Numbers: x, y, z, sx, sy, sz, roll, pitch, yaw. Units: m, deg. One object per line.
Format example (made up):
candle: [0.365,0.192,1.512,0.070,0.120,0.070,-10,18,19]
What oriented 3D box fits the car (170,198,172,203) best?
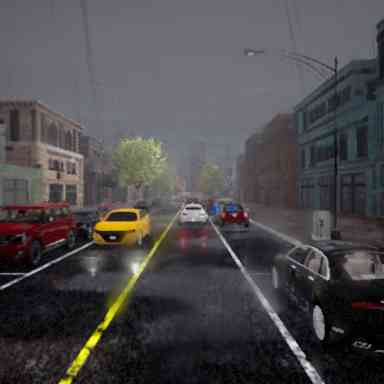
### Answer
car: [-5.713,1.800,78.264,1.802,1.307,4.206,0,0,0]

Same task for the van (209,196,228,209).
van: [2.679,1.421,28.371,1.690,1.788,3.998,-1,0,0]

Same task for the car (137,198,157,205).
car: [-5.703,1.677,39.456,1.947,1.339,4.313,-1,0,0]

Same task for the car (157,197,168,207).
car: [-5.707,1.723,56.087,1.947,1.339,4.313,-1,0,0]

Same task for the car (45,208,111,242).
car: [-5.697,1.615,17.280,1.947,1.339,4.313,-1,0,0]

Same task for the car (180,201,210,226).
car: [0.091,1.593,23.939,1.812,1.442,4.674,0,0,0]

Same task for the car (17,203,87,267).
car: [-5.698,1.349,11.737,2.192,1.841,5.009,-1,0,0]

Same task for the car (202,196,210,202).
car: [2.676,1.426,39.459,2.192,1.841,5.009,-1,0,0]

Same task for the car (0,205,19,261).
car: [-5.697,1.333,6.193,2.192,1.841,5.009,-1,0,0]

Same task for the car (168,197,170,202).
car: [-5.709,1.723,61.632,2.008,1.369,4.403,-1,0,0]

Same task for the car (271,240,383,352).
car: [2.686,1.569,6.194,2.008,1.369,4.403,-1,0,0]

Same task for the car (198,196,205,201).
car: [2.663,1.789,95.069,1.752,1.417,4.829,-1,0,0]

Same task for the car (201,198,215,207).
car: [2.673,1.708,56.090,2.008,1.369,4.403,-1,0,0]

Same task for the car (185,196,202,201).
car: [0.088,1.478,44.784,2.097,1.767,4.553,0,0,0]

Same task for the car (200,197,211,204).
car: [2.670,1.733,67.178,1.887,1.381,4.507,-1,0,0]

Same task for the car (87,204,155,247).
car: [-3.093,1.522,15.510,1.882,1.535,5.008,0,0,0]

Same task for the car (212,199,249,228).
car: [2.681,1.505,22.826,1.967,1.590,4.097,-1,0,0]

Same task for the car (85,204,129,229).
car: [-5.698,1.610,22.824,1.887,1.381,4.507,-1,0,0]
